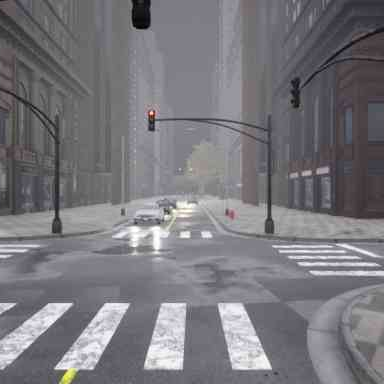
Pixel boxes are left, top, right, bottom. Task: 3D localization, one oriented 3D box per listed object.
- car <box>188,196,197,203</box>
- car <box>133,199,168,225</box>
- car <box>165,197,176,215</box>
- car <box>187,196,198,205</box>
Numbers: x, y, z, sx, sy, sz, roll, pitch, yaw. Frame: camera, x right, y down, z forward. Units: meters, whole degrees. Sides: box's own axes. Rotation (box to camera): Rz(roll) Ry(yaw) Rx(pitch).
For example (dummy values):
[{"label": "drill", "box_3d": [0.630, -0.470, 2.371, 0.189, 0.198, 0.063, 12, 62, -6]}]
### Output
[{"label": "car", "box_3d": [0.152, 1.574, 69.729, 1.812, 1.442, 4.674, 0, 0, 0]}, {"label": "car", "box_3d": [-3.082, 1.526, 24.463, 1.812, 1.442, 4.674, 0, 0, 0]}, {"label": "car", "box_3d": [-3.075, 1.552, 34.873, 2.033, 1.411, 5.357, 0, 0, 0]}, {"label": "car", "box_3d": [0.133, 1.582, 59.379, 2.033, 1.411, 5.357, 0, 0, 0]}]
